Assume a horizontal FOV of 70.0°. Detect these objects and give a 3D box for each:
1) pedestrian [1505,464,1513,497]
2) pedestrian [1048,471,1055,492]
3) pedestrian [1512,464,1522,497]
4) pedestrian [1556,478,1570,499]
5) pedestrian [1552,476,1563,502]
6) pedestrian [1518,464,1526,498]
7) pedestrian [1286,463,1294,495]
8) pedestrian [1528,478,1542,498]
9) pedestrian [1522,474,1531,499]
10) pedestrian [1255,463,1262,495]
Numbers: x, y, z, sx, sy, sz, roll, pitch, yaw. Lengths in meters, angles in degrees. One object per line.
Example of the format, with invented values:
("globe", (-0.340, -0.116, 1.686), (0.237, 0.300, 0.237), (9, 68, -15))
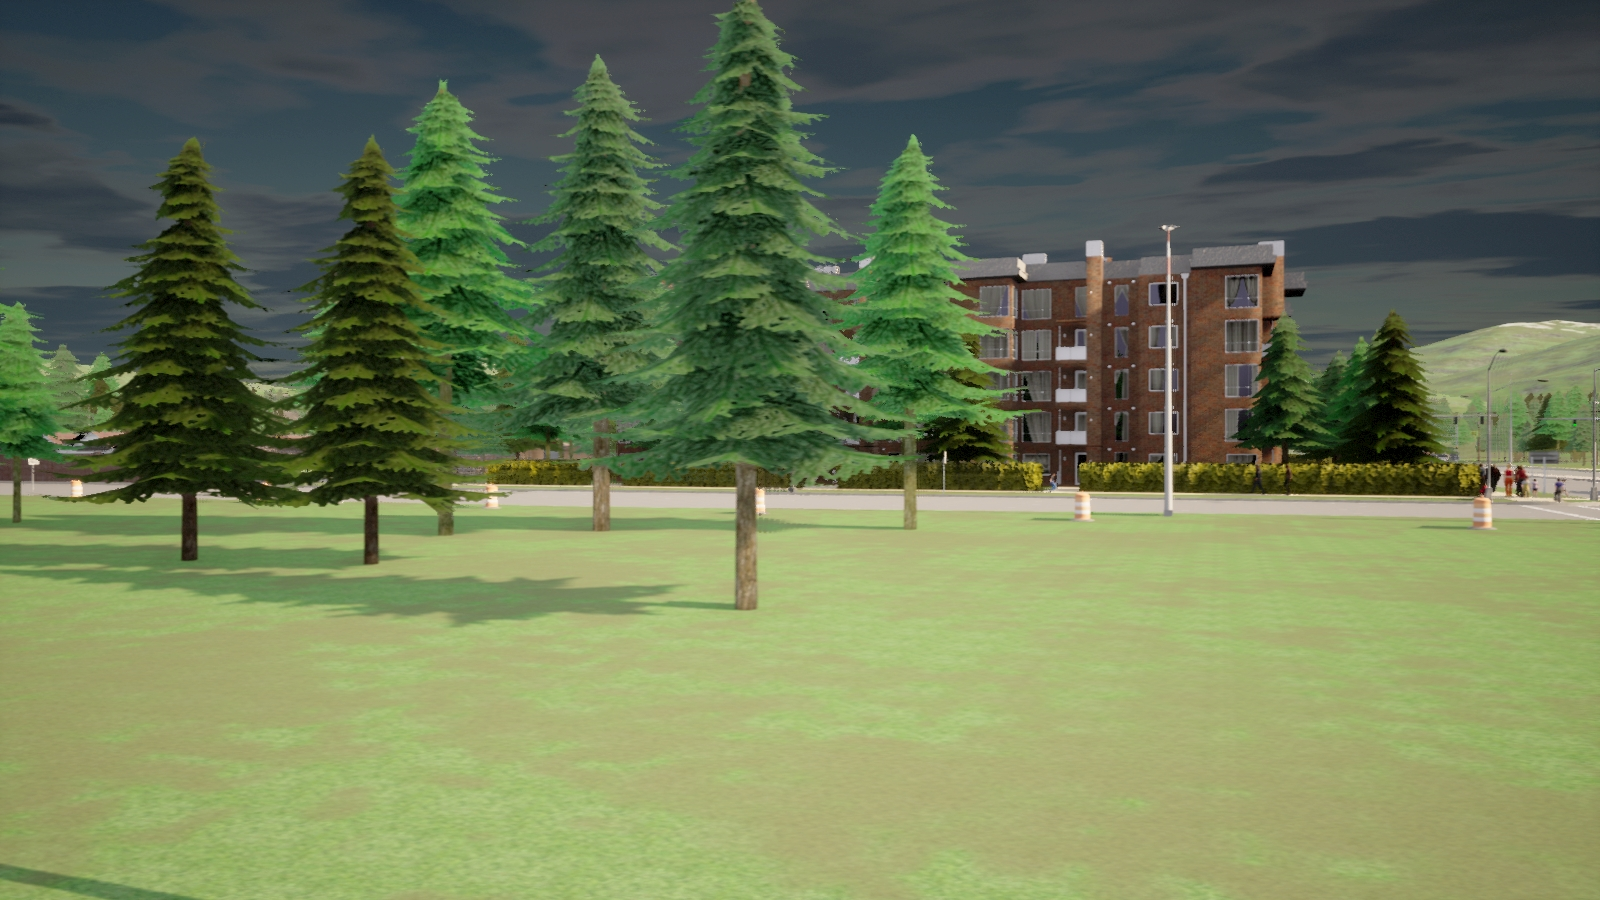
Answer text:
("pedestrian", (39.477, 1.697, 63.624), (0.375, 1.860, 0.375), (0, 0, 27))
("pedestrian", (15.659, 1.977, 71.084), (0.375, 1.300, 0.375), (0, 0, 20))
("pedestrian", (40.065, 1.696, 63.840), (0.375, 1.860, 0.375), (0, 0, -42))
("pedestrian", (41.009, 2.067, 61.413), (0.500, 1.100, 0.500), (0, 0, 18))
("pedestrian", (38.423, 1.978, 57.916), (0.375, 1.300, 0.375), (0, 0, 17))
("pedestrian", (39.771, 1.697, 62.905), (0.375, 1.860, 0.375), (0, 0, 32))
("pedestrian", (28.457, 1.697, 66.377), (0.375, 1.860, 0.375), (0, 0, 20))
("pedestrian", (40.426, 2.078, 62.838), (0.500, 1.100, 0.500), (0, 0, 16))
("pedestrian", (39.176, 1.977, 61.638), (0.375, 1.300, 0.375), (0, 0, 27))
("pedestrian", (26.887, 1.697, 66.992), (0.375, 1.860, 0.375), (0, 0, 20))
